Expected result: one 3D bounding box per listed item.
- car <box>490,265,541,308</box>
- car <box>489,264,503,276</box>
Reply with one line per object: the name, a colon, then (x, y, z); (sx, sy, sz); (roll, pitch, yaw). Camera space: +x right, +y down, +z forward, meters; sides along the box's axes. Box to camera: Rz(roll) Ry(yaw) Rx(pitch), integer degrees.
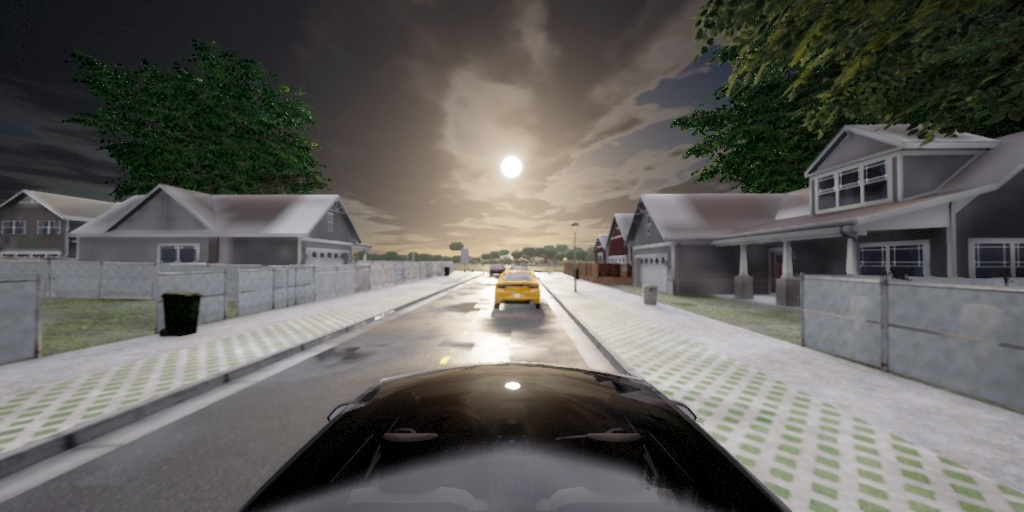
car: (0.263, 1.376, 16.221); (1.882, 1.535, 5.008); (0, 0, 2)
car: (-1.839, 1.706, 46.055); (1.882, 1.535, 5.008); (0, -1, 1)
